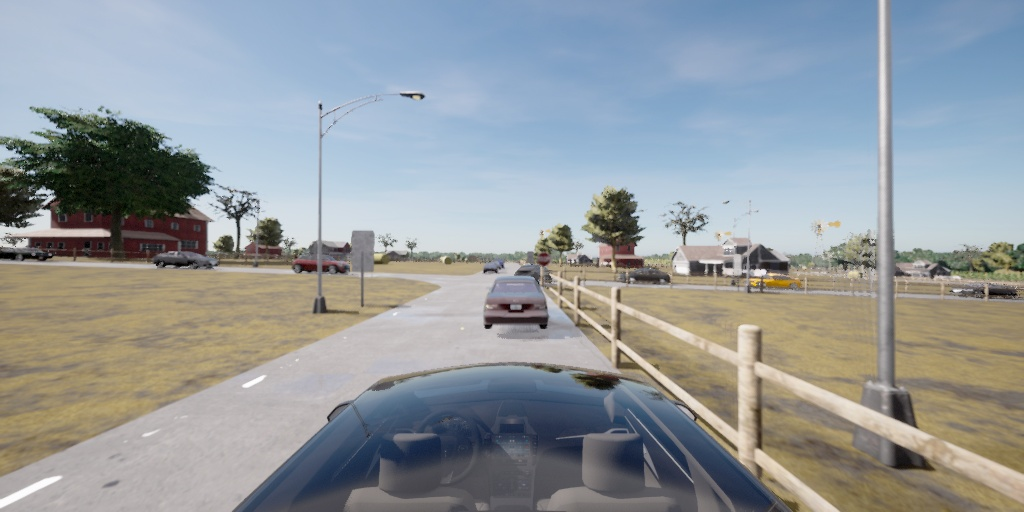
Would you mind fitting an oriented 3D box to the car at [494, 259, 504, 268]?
[{"bbox_3d":[-2.797,1.615,59.322,1.812,1.442,4.674,0,0,0],"label":"car"}]

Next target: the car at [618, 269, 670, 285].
[{"bbox_3d":[12.716,1.983,34.539,4.892,1.490,1.837,2,0,-2],"label":"car"}]

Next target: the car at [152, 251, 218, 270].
[{"bbox_3d":[-28.726,0.367,31.616,4.902,1.511,2.128,2,0,0],"label":"car"}]

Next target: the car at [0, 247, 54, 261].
[{"bbox_3d":[-47.507,-0.175,34.502,4.718,1.301,1.895,2,0,0],"label":"car"}]

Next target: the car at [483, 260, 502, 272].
[{"bbox_3d":[-2.823,1.567,48.185,2.033,1.411,5.357,0,0,0],"label":"car"}]

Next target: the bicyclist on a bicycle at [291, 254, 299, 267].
[{"bbox_3d":[-22.603,0.602,37.603,0.582,1.620,1.656,2,-1,0],"label":"bicyclist on a bicycle"}]

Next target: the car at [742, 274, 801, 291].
[{"bbox_3d":[24.957,2.444,34.594,5.008,1.535,1.882,3,0,0],"label":"car"}]

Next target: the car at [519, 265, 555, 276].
[{"bbox_3d":[1.895,1.446,27.941,1.837,1.490,4.892,-1,-2,26],"label":"car"}]

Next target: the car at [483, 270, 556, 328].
[{"bbox_3d":[0.100,1.345,11.542,2.033,1.411,5.357,0,0,0],"label":"car"}]

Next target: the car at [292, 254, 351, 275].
[{"bbox_3d":[-16.685,0.674,31.621,4.553,1.767,2.097,2,0,0],"label":"car"}]

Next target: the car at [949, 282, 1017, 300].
[{"bbox_3d":[45.280,3.305,34.544,4.902,1.511,2.128,3,0,0],"label":"car"}]
